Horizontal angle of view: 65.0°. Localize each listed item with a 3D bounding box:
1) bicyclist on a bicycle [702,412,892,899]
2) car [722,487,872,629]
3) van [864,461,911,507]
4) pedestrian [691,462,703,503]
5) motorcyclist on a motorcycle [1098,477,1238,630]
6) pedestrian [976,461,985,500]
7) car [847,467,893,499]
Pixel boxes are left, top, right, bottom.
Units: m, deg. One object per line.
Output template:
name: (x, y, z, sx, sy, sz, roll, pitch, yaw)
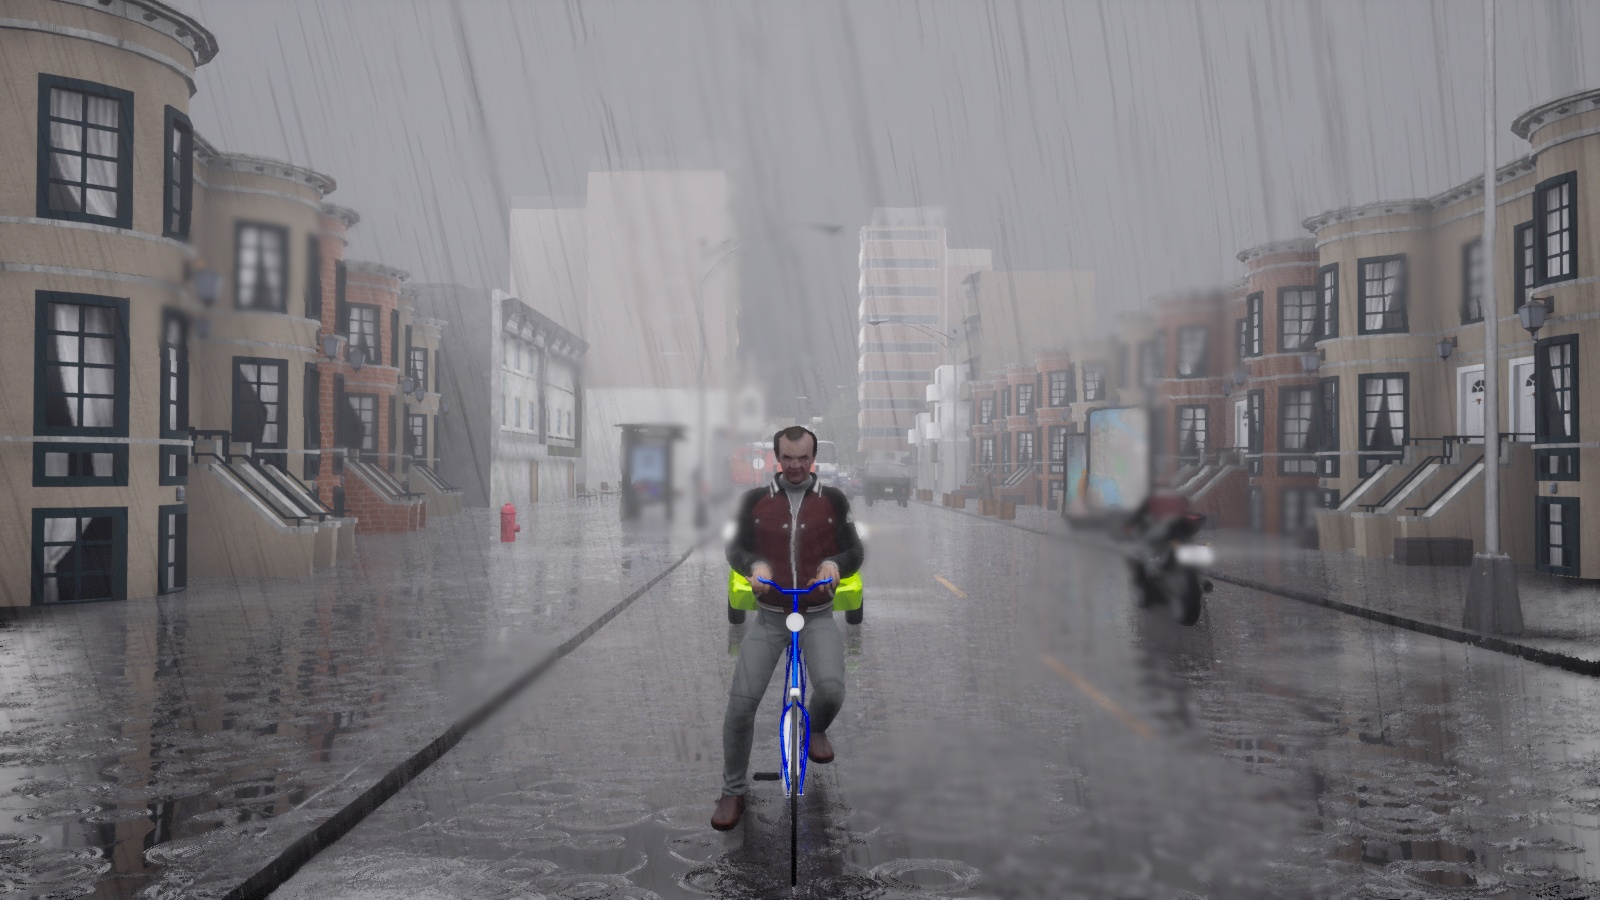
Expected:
bicyclist on a bicycle: (-0.015, 0.774, 5.308, 0.659, 1.776, 1.843, 0, -1, 0)
car: (-0.036, 1.096, 13.515, 1.481, 1.376, 2.207, 0, -1, 0)
van: (3.851, 1.485, 55.724, 1.775, 1.987, 4.442, 0, -1, 0)
pedestrian: (-4.985, 1.562, 60.786, 0.423, 1.949, 0.788, 0, -1, 8)
motorcyclist on a motorcycle: (3.963, 1.064, 13.727, 0.866, 1.530, 2.191, 0, -1, 0)
pedestrian: (9.091, 1.547, 63.249, 0.396, 1.930, 0.692, 0, -1, 7)
car: (3.804, 1.794, 68.663, 2.242, 1.667, 4.611, 0, -1, 0)
